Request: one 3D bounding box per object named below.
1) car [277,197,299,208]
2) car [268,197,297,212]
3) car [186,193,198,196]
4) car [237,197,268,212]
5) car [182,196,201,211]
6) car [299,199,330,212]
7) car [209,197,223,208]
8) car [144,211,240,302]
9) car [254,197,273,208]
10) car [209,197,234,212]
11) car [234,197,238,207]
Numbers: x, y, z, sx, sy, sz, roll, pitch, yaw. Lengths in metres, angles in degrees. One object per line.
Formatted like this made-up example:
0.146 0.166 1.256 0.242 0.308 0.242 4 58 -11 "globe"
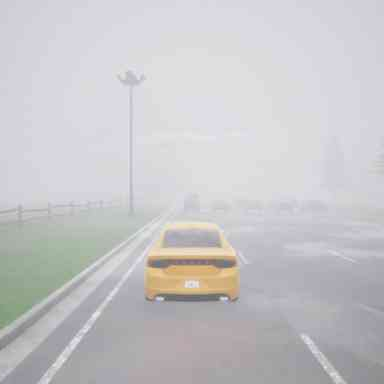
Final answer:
13.988 1.505 48.825 1.837 1.490 4.892 0 0 0 "car"
10.496 1.526 39.162 1.812 1.442 4.674 0 0 0 "car"
-0.013 1.221 48.807 2.150 2.045 5.566 0 0 0 "car"
6.997 1.547 39.083 2.033 1.411 5.357 0 0 0 "car"
-0.009 1.505 38.375 1.837 1.490 4.892 0 0 0 "car"
13.989 1.547 38.220 2.033 1.411 5.357 0 0 0 "car"
3.493 1.526 49.680 1.812 1.442 4.674 0 0 0 "car"
-0.002 1.478 8.351 1.882 1.535 5.008 0 0 0 "car"
10.490 1.526 49.214 1.812 1.442 4.674 0 0 0 "car"
3.498 1.564 39.646 1.994 1.385 4.181 0 0 0 "car"
6.993 1.491 49.405 2.128 1.511 4.902 0 0 0 "car"
